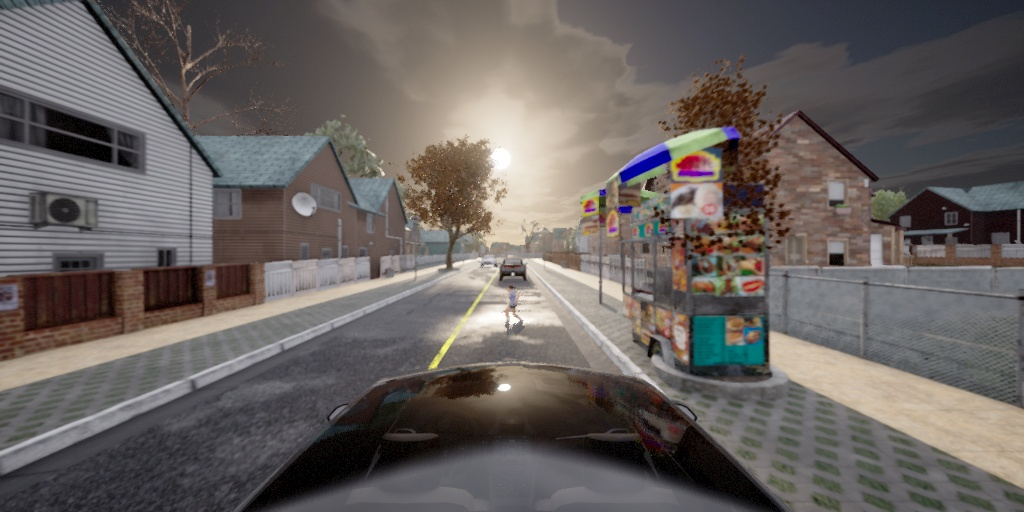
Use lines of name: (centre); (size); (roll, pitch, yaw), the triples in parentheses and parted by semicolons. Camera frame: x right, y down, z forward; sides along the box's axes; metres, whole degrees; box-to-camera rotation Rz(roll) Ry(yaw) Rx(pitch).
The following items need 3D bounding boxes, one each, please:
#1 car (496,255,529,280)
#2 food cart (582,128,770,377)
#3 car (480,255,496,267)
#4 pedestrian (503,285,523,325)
car: (0.073, 0.852, 25.164); (1.837, 1.490, 4.892); (0, 1, 0)
food cart: (3.009, 0.121, 6.863); (2.280, 3.560, 4.660); (0, 0, 0)
car: (-2.834, 0.594, 44.290); (1.812, 1.442, 4.674); (0, 1, 0)
pedestrian: (0.038, 1.281, 9.647); (0.500, 1.100, 0.500); (1, 0, -1)
